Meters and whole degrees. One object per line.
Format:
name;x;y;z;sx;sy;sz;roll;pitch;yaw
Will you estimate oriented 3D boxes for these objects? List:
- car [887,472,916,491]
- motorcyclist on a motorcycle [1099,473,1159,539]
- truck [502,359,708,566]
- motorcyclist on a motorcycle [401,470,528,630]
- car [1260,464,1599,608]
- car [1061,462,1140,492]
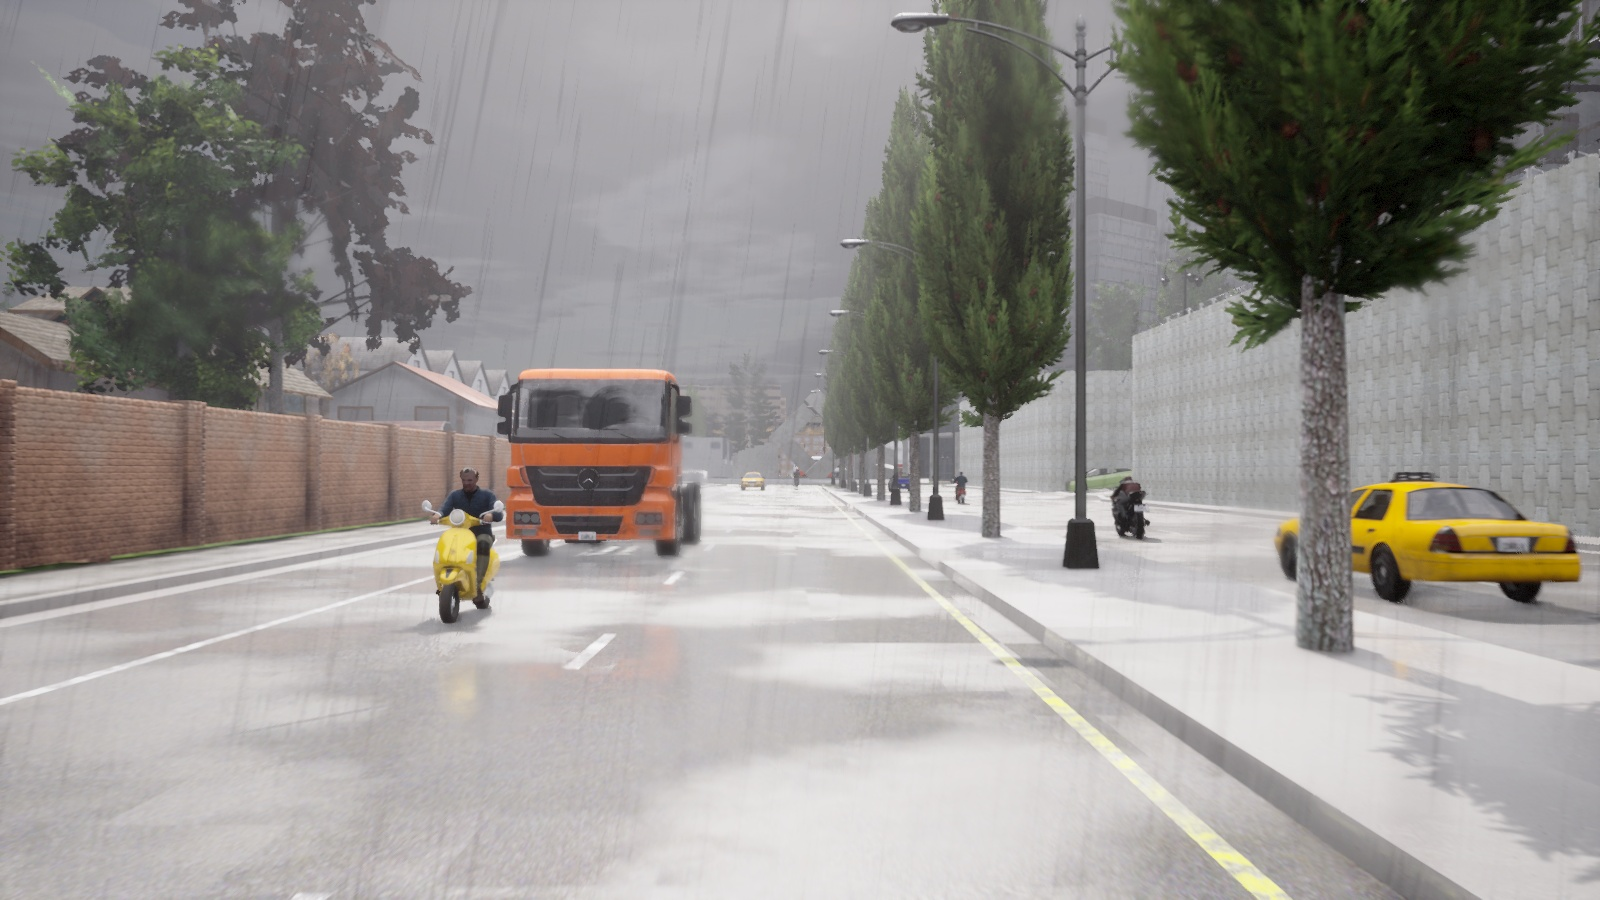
car;7.767;2.411;96.427;1.816;1.474;4.193;0;-1;0
motorcyclist on a motorcycle;7.927;1.326;30.346;0.866;1.530;2.191;0;-1;0
truck;-3.565;0.266;25.037;2.891;3.462;7.936;0;-1;0
motorcyclist on a motorcycle;-3.533;1.006;13.395;0.866;1.590;1.817;0;-1;0
car;7.959;0.995;16.535;1.801;1.575;5.366;0;-1;0
car;19.338;1.728;81.011;4.514;1.525;2.007;-5;-1;2
